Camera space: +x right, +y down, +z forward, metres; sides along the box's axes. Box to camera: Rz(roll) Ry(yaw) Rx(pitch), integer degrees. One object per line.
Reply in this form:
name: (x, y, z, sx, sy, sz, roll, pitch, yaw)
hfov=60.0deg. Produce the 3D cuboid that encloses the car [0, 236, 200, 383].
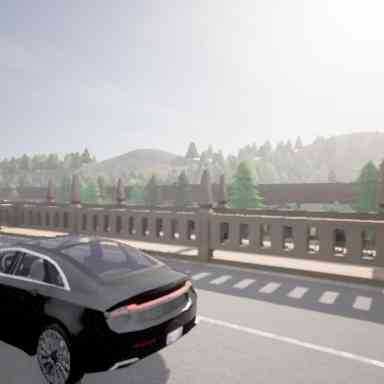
car: (-2.214, 1.461, 5.268, 4.902, 1.511, 2.128, 0, 0, 34)
